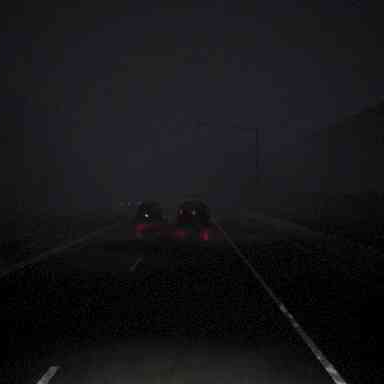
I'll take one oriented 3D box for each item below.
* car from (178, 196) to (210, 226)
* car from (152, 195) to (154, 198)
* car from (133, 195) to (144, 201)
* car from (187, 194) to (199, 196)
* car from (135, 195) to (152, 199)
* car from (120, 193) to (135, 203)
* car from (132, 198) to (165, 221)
[{"bbox_3d":[0.099,1.362,23.452,2.097,1.767,4.553,0,0,0],"label":"car"},{"bbox_3d":[-10.505,1.560,87.109,2.128,1.511,4.902,0,0,0],"label":"car"},{"bbox_3d":[-14.005,1.571,87.913,2.033,1.411,5.357,0,0,0],"label":"car"},{"bbox_3d":[0.097,1.243,48.057,2.150,2.045,5.566,0,0,0],"label":"car"},{"bbox_3d":[-10.504,1.584,72.205,1.994,1.385,4.181,0,0,0],"label":"car"},{"bbox_3d":[-14.004,1.257,72.175,2.150,2.045,5.566,0,0,0],"label":"car"},{"bbox_3d":[-3.402,1.517,27.361,1.837,1.490,4.892,0,0,0],"label":"car"}]
